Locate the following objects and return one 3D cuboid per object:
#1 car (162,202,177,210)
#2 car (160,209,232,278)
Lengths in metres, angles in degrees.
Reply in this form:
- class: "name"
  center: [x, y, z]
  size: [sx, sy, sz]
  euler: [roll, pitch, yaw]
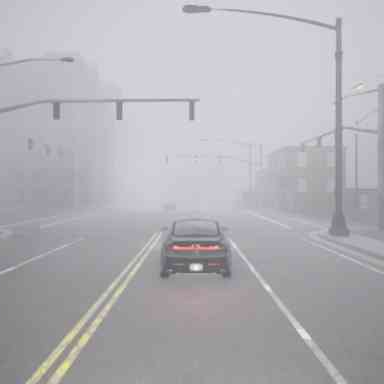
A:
- class: "car"
  center: [-3.574, 2.563, 53.615]
  size: [2.150, 2.045, 5.566]
  euler: [0, -10, 0]
- class: "car"
  center: [0.098, 1.490, 10.107]
  size: [1.837, 1.490, 4.892]
  euler: [0, 0, 0]
